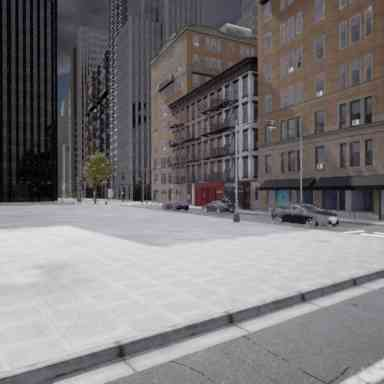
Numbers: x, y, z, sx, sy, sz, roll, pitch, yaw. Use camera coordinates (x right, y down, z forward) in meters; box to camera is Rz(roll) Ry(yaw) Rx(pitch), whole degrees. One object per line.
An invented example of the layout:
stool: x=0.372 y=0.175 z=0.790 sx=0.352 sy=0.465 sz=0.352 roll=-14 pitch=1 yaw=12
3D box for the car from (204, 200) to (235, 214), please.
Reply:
car: x=3.019 y=1.646 z=37.137 sx=1.837 sy=1.490 sz=4.892 roll=0 pitch=0 yaw=-26

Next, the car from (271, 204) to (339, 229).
car: x=7.417 y=1.561 z=22.268 sx=2.128 sy=1.511 sz=4.902 roll=0 pitch=0 yaw=-28

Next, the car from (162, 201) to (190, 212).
car: x=-2.015 y=1.785 z=41.239 sx=1.895 sy=1.301 sz=4.718 roll=0 pitch=0 yaw=-26
